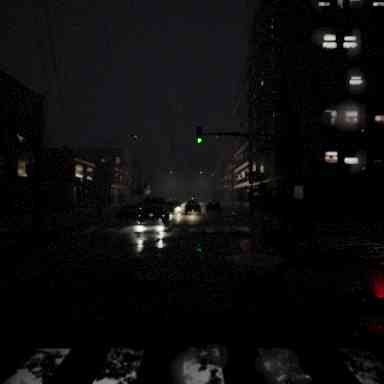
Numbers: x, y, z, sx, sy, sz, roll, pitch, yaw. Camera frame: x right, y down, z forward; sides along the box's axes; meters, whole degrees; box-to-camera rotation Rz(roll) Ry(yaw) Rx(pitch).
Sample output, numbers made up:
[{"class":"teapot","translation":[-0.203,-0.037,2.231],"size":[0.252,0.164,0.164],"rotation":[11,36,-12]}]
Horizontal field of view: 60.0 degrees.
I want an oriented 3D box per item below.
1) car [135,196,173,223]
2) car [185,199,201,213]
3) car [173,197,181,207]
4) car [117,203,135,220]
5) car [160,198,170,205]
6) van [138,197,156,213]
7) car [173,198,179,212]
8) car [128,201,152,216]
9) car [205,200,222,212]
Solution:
[{"class":"car","translation":[-3.088,1.403,28.122],"size":[2.150,2.045,5.566],"rotation":[0,0,1]},{"class":"car","translation":[0.107,1.867,41.305],"size":[1.895,1.301,4.718],"rotation":[0,0,0]},{"class":"car","translation":[-2.999,1.957,60.846],"size":[1.994,1.385,4.181],"rotation":[0,0,0]},{"class":"car","translation":[-5.747,1.744,30.805],"size":[1.887,1.381,4.507],"rotation":[1,0,0]},{"class":"car","translation":[-5.665,2.038,70.607],"size":[1.802,1.307,4.206],"rotation":[1,0,0]},{"class":"van","translation":[-5.665,1.613,42.175],"size":[1.690,1.788,3.998],"rotation":[1,0,0]},{"class":"car","translation":[-3.070,1.809,40.641],"size":[2.033,1.411,5.357],"rotation":[0,0,0]},{"class":"car","translation":[-5.670,1.780,36.487],"size":[1.887,1.381,4.507],"rotation":[1,0,0]},{"class":"car","translation":[2.713,1.712,42.234],"size":[1.967,1.590,4.097],"rotation":[1,0,0]}]
